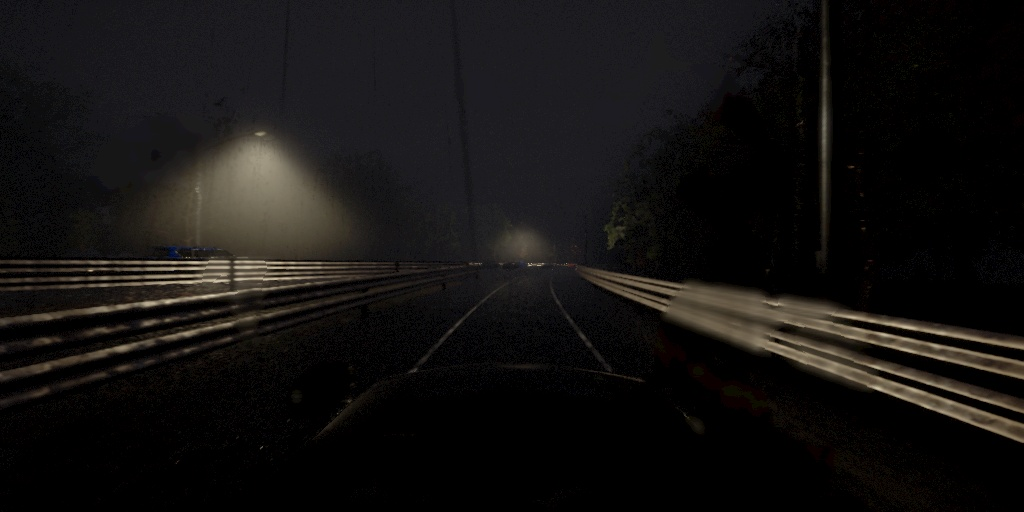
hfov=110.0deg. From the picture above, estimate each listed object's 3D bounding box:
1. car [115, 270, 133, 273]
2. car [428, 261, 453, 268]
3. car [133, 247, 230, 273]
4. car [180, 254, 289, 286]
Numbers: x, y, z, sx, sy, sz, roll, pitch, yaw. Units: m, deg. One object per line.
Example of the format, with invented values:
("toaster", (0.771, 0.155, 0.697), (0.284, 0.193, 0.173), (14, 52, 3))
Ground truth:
("car", (-21.576, 0.790, 22.806), (1.882, 1.535, 5.008), (0, -1, 21))
("car", (-10.335, 1.486, 52.398), (2.128, 1.511, 4.902), (0, -1, 21))
("car", (-18.303, 0.539, 21.558), (2.150, 2.045, 5.566), (0, -1, 21))
("car", (-15.066, 0.837, 20.232), (1.837, 1.490, 4.892), (0, -1, 21))
